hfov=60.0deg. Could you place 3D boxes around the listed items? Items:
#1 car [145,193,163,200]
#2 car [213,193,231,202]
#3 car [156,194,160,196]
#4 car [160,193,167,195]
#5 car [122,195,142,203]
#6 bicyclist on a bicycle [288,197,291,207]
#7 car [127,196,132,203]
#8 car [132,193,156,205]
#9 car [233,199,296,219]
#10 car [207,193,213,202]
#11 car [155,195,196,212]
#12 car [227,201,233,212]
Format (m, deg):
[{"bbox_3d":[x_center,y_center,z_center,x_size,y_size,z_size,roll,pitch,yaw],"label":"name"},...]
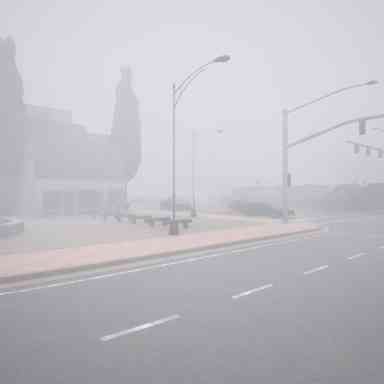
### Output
[{"bbox_3d":[-10.018,1.153,88.037,4.605,1.855,1.932,0,0,-42],"label":"car"},{"bbox_3d":[6.873,1.395,69.050,3.806,1.475,1.970,0,0,-42],"label":"car"},{"bbox_3d":[-6.065,1.564,61.442,1.994,1.385,4.181,0,0,-40],"label":"car"},{"bbox_3d":[-1.978,1.352,45.478,2.097,1.767,4.553,0,0,-40],"label":"car"},{"bbox_3d":[-12.514,1.478,68.999,1.882,1.535,5.008,0,0,-40],"label":"car"},{"bbox_3d":[12.890,1.261,44.827,1.656,1.620,0.582,-7,4,-40],"label":"bicyclist on a bicycle"},{"bbox_3d":[-13.020,1.601,58.641,1.895,1.301,4.718,0,0,-40],"label":"car"},{"bbox_3d":[-9.146,1.491,59.660,2.128,1.511,4.902,0,0,-40],"label":"car"},{"bbox_3d":[6.587,1.547,29.871,2.033,1.411,5.357,0,0,-39],"label":"car"},{"bbox_3d":[4.955,1.156,71.218,3.866,1.878,1.905,0,0,-42],"label":"car"},{"bbox_3d":[-1.924,1.478,39.993,1.882,1.535,5.008,0,0,-40],"label":"car"},{"bbox_3d":[5.977,1.491,36.072,2.128,1.511,4.902,0,0,-40],"label":"car"}]
